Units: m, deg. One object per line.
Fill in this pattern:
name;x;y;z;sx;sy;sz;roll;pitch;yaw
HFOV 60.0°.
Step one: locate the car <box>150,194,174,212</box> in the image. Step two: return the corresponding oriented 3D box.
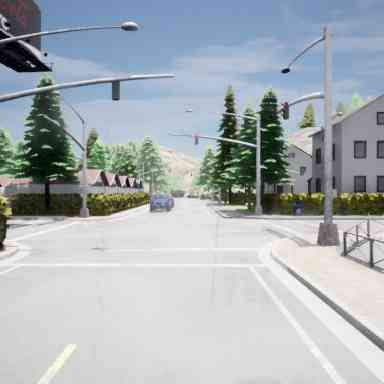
car;-3.611;1.222;39.000;2.150;2.045;5.566;0;0;0
